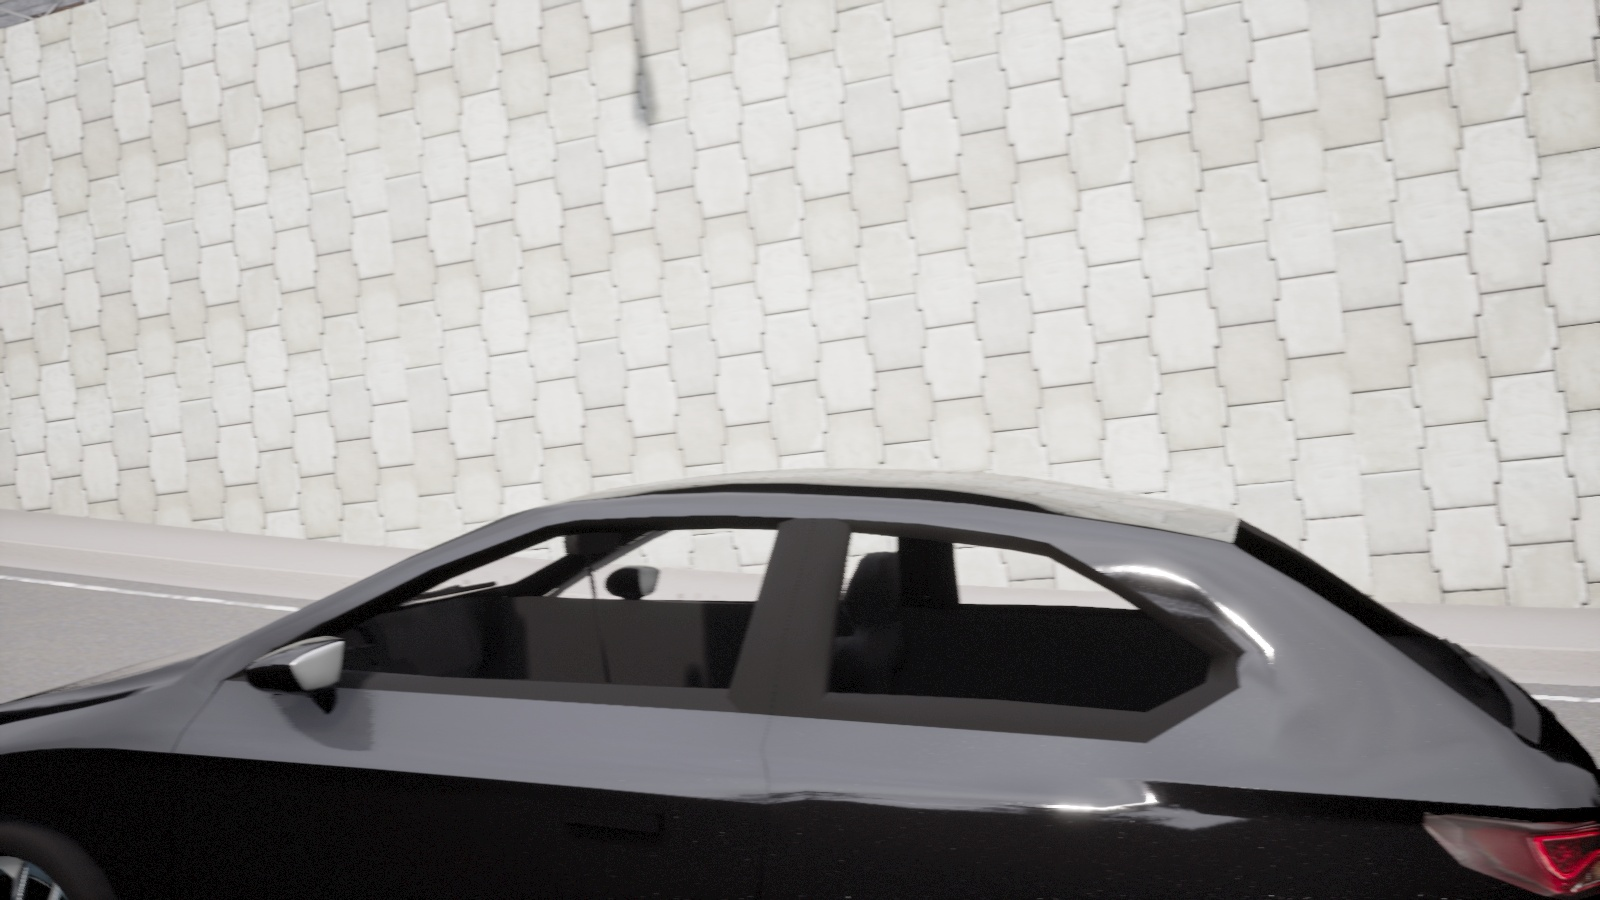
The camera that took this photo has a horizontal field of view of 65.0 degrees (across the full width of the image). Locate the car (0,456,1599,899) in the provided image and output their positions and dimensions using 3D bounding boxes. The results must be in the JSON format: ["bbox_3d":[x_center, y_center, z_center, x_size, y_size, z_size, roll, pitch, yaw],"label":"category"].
[{"bbox_3d":[-0.482,0.790,3.341,4.193,1.474,1.816,0,1,19],"label":"car"}]
